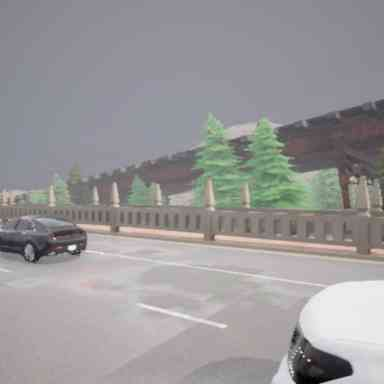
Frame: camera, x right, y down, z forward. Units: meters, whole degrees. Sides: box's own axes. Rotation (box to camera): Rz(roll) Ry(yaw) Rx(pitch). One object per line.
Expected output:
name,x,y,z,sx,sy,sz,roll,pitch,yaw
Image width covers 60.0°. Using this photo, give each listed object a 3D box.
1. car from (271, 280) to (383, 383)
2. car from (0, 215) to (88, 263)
car,3.251,1.203,1.668,5.566,2.045,2.150,0,0,36
car,-5.992,1.645,12.564,4.892,1.490,1.837,-1,0,35
